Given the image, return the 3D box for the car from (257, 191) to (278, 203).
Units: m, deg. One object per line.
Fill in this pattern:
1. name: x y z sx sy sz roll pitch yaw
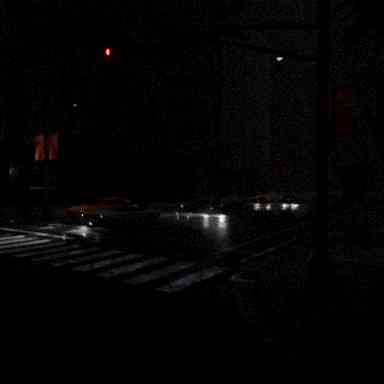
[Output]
1. car: 10.447 0.675 45.017 1.882 1.535 5.008 1 1 35

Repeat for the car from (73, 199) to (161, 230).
1. car: -3.908 1.264 18.670 1.895 1.301 4.718 1 1 34

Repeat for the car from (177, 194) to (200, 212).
1. car: 0.531 0.937 30.794 2.128 1.511 4.902 1 1 35

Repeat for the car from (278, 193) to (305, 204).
1. car: 13.241 0.787 43.344 1.994 1.385 4.181 1 1 35

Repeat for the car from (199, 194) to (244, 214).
1. car: 2.876 1.009 28.454 1.812 1.442 4.674 1 1 34

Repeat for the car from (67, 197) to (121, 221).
1. car: -5.745 1.090 21.748 1.882 1.535 5.008 1 1 34
